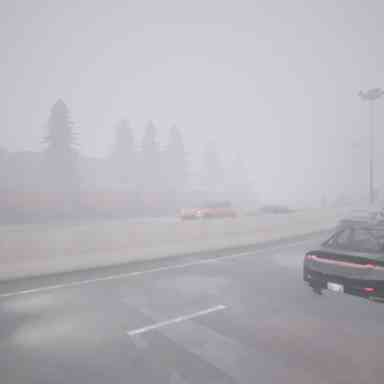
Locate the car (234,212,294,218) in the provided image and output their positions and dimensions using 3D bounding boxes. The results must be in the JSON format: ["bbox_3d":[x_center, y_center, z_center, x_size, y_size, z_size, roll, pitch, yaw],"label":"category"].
[{"bbox_3d":[5.544,1.615,23.290,2.033,1.411,5.357,0,0,43],"label":"car"}]

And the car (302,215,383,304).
[{"bbox_3d":[4.445,1.510,7.581,4.902,1.511,2.128,0,0,-40],"label":"car"}]

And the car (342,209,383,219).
[{"bbox_3d":[8.558,1.564,16.138,1.812,1.442,4.674,0,0,45],"label":"car"}]

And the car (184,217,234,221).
[{"bbox_3d":[1.283,1.429,23.983,2.097,1.767,4.553,0,0,44],"label":"car"}]
